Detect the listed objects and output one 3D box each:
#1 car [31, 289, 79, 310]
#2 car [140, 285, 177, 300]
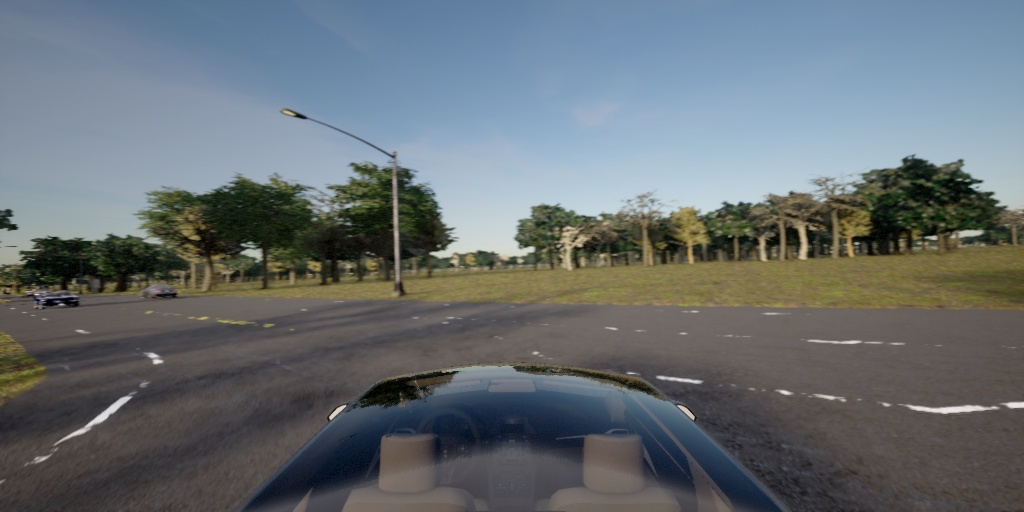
[{"bbox_3d":[-35.907,3.452,28.274,4.718,1.301,1.895,-4,-2,33],"label":"car"},{"bbox_3d":[-36.367,3.684,36.905,5.357,1.411,2.033,-4,-2,33],"label":"car"}]
